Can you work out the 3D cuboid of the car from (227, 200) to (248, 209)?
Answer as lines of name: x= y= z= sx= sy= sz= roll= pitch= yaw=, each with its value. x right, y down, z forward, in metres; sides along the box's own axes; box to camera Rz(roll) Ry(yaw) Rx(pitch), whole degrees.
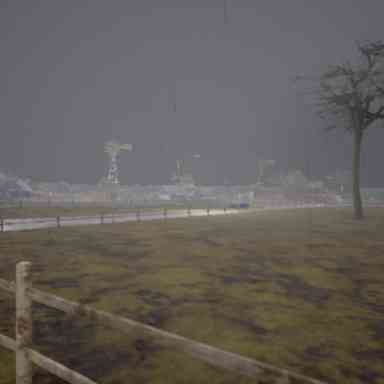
car: x=7.486 y=2.009 z=54.560 sx=1.882 sy=1.535 sz=5.008 roll=2 pitch=0 yaw=36
